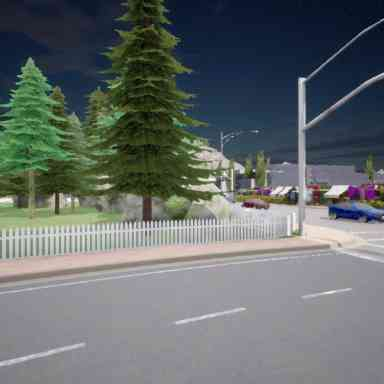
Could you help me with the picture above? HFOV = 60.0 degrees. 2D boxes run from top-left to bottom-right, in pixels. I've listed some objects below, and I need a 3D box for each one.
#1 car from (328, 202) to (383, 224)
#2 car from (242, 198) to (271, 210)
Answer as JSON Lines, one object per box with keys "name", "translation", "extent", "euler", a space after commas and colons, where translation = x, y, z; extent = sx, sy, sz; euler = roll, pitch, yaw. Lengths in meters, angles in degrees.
{"name": "car", "translation": [12.781, 1.533, 25.844], "extent": [1.882, 1.535, 5.008], "euler": [0, 0, -17]}
{"name": "car", "translation": [8.029, 1.533, 41.831], "extent": [1.882, 1.535, 5.008], "euler": [0, 0, -16]}
